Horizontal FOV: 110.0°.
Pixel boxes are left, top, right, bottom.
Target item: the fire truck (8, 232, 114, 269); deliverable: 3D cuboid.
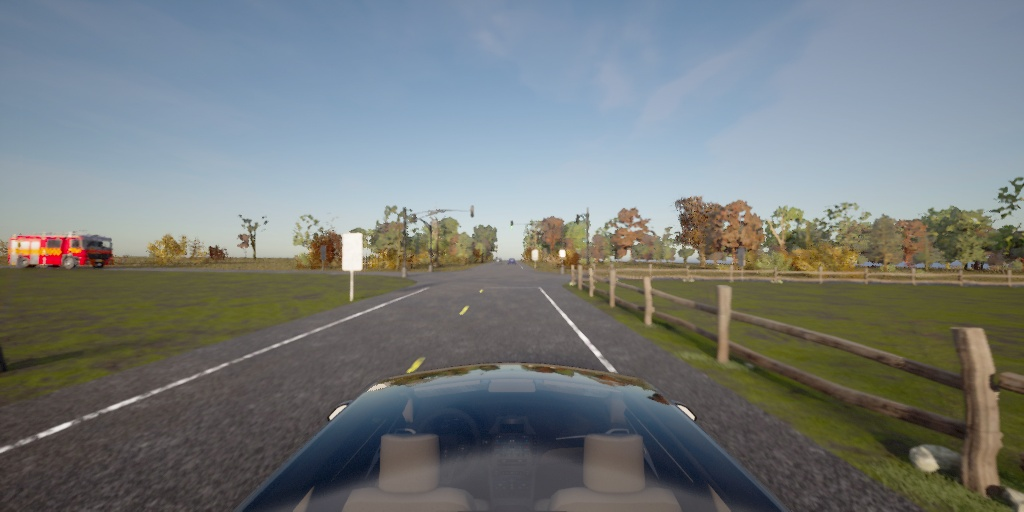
[{"bbox_3d":[-47.960,-0.603,38.320,8.468,3.827,2.891,1,-1,3],"label":"fire truck"}]
